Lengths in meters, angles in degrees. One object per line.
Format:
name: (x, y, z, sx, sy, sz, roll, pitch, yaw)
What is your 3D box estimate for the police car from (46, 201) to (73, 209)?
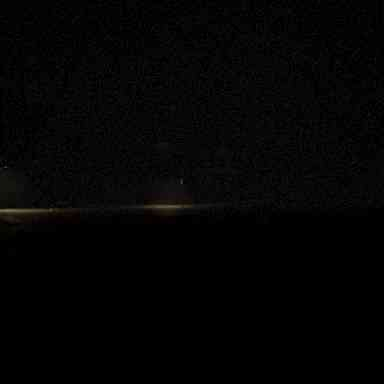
police car: (-26.297, 2.597, 66.265, 1.930, 1.638, 5.238, 0, -1, 36)
